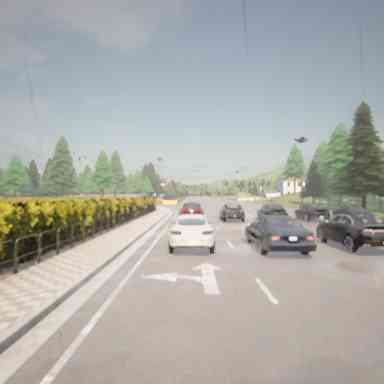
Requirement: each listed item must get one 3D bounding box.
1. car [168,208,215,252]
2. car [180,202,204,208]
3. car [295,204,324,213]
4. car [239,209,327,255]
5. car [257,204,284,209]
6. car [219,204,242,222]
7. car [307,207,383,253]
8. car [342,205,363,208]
[{"bbox_3d":[-0.009,1.661,14.380,1.812,1.442,4.674,0,0,0],"label":"car"},{"bbox_3d":[-0.025,1.622,29.070,2.097,1.767,4.553,0,-1,0],"label":"car"},{"bbox_3d":[10.476,1.781,29.291,1.837,1.490,4.892,0,0,0],"label":"car"},{"bbox_3d":[3.488,1.679,13.979,2.033,1.411,5.357,0,-1,0],"label":"car"},{"bbox_3d":[6.977,1.782,29.296,1.837,1.490,4.892,0,0,0],"label":"car"},{"bbox_3d":[3.476,1.767,29.288,2.128,1.511,4.902,0,0,0],"label":"car"},{"bbox_3d":[6.991,1.627,14.292,2.128,1.511,4.902,0,0,0],"label":"car"},{"bbox_3d":[13.975,1.838,29.297,1.994,1.385,4.181,0,0,0],"label":"car"}]
